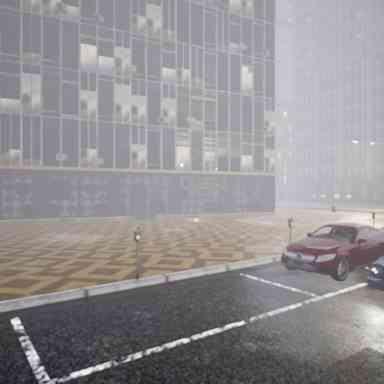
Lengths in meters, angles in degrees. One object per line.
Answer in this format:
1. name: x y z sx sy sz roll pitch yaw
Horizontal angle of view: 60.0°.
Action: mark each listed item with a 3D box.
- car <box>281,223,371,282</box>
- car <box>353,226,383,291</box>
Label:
1. car: 4.419 1.580 9.723 4.206 1.307 1.802 0 0 -36
2. car: 6.288 1.546 7.836 5.357 1.411 2.033 0 0 -35
